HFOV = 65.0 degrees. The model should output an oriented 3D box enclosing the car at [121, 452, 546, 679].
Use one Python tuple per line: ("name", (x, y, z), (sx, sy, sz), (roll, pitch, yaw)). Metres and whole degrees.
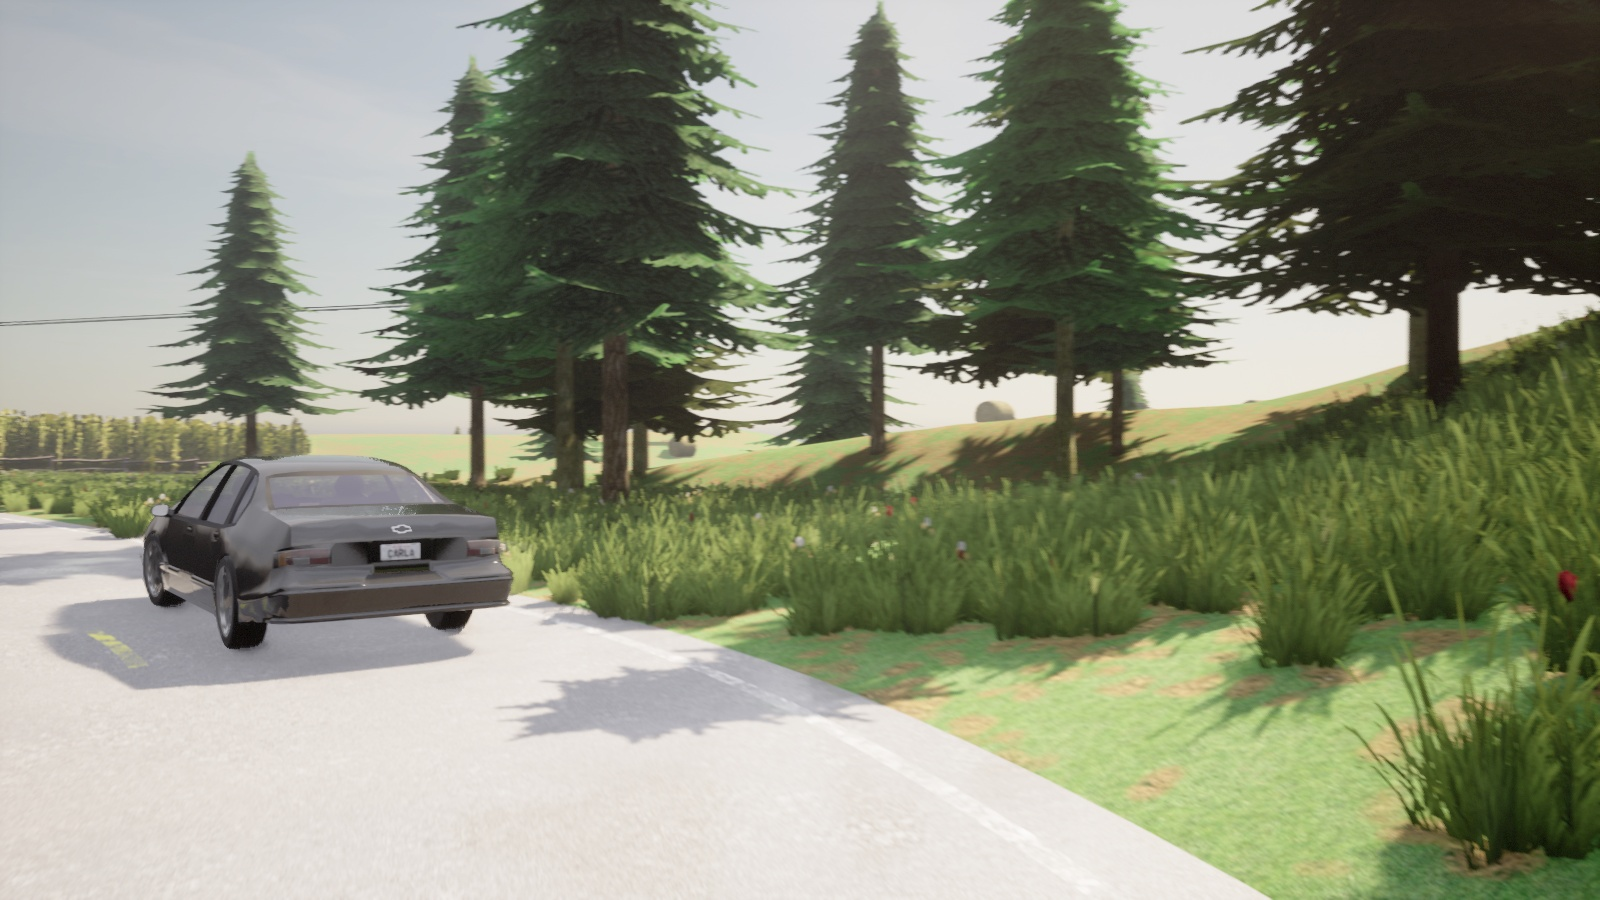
("car", (-4.258, 0.738, 10.743), (2.033, 1.411, 5.357), (0, 0, -36))
